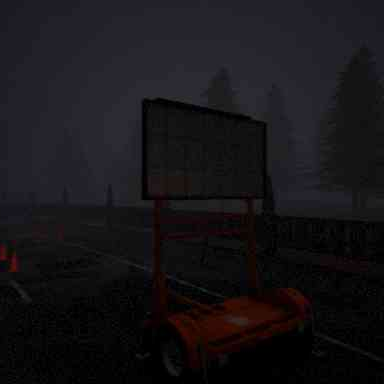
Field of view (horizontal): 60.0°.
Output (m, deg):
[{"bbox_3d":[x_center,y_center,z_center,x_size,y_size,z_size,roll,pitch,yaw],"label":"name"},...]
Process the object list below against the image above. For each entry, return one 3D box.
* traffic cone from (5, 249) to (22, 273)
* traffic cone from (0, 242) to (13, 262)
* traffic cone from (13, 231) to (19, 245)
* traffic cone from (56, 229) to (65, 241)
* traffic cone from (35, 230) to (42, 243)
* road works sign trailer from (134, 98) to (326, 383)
[{"bbox_3d":[-5.259,2.046,9.855,0.340,0.580,0.340,0,-1,-37],"label":"traffic cone"},{"bbox_3d":[-6.470,2.061,11.447,0.340,0.580,0.340,0,-1,-37],"label":"traffic cone"},{"bbox_3d":[-8.097,2.095,15.235,0.340,0.580,0.340,0,-1,-37],"label":"traffic cone"},{"bbox_3d":[-6.505,2.106,16.447,0.340,0.580,0.340,0,-1,-37],"label":"traffic cone"},{"bbox_3d":[-7.301,2.100,15.841,0.340,0.580,0.340,0,-1,-37],"label":"traffic cone"},{"bbox_3d":[0.164,0.514,5.199,2.380,3.560,2.880,0,-1,-37],"label":"road works sign trailer"}]
